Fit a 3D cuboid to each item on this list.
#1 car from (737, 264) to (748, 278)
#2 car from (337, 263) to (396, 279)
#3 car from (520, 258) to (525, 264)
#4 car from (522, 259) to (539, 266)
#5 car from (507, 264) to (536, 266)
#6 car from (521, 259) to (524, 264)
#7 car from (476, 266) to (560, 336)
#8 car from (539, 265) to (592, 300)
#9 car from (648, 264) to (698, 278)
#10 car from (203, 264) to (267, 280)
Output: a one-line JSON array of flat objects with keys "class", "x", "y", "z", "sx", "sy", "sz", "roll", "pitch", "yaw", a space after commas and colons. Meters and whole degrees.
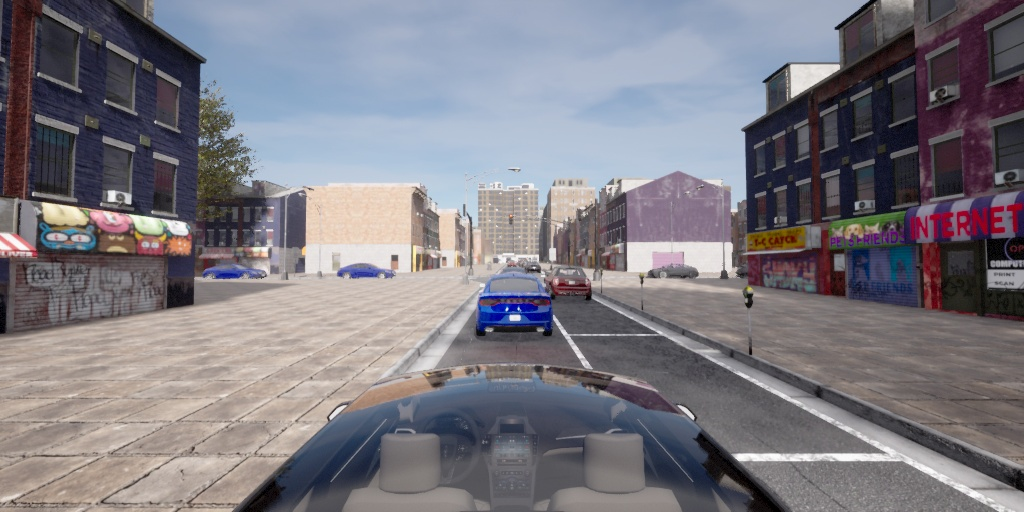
[{"class": "car", "x": 21.285, "y": 1.207, "z": 29.639, "sx": 4.902, "sy": 1.511, "sz": 2.128, "roll": 0, "pitch": -2, "yaw": 0}, {"class": "car", "x": -12.066, "y": 1.293, "z": 29.838, "sx": 4.674, "sy": 1.442, "sz": 1.812, "roll": 0, "pitch": -2, "yaw": 0}, {"class": "car", "x": 2.616, "y": 1.448, "z": 55.579, "sx": 1.751, "sy": 1.417, "sz": 4.829, "roll": 0, "pitch": 0, "yaw": 0}, {"class": "car", "x": 2.620, "y": 1.420, "z": 44.537, "sx": 1.948, "sy": 1.339, "sz": 4.313, "roll": 0, "pitch": 0, "yaw": 0}, {"class": "car", "x": 0.093, "y": 1.292, "z": 17.992, "sx": 1.812, "sy": 1.442, "sz": 4.674, "roll": 0, "pitch": 0, "yaw": 0}, {"class": "car", "x": 2.617, "y": 1.452, "z": 49.973, "sx": 1.948, "sy": 1.339, "sz": 4.313, "roll": 0, "pitch": 0, "yaw": 0}, {"class": "car", "x": 0.036, "y": 1.233, "z": 10.483, "sx": 1.882, "sy": 1.535, "sz": 5.008, "roll": 0, "pitch": 0, "yaw": -1}, {"class": "car", "x": 2.629, "y": 1.206, "z": 17.793, "sx": 1.967, "sy": 1.591, "sz": 4.097, "roll": 0, "pitch": 0, "yaw": 0}, {"class": "car", "x": 14.595, "y": 1.379, "z": 32.628, "sx": 4.181, "sy": 1.385, "sz": 1.994, "roll": 0, "pitch": -2, "yaw": 0}, {"class": "car", "x": -23.055, "y": 1.375, "z": 29.904, "sx": 4.674, "sy": 1.442, "sz": 1.812, "roll": -1, "pitch": -2, "yaw": 0}]
